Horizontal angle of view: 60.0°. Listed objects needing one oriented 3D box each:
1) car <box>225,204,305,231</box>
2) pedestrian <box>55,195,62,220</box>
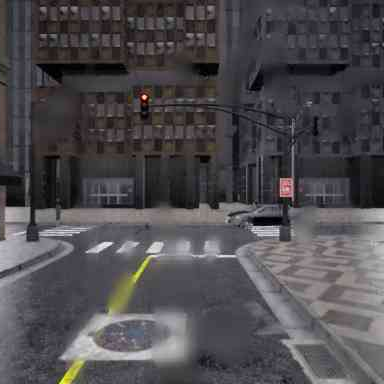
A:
[{"bbox_3d":[4.459,1.483,20.389,4.902,1.511,2.128,0,0,-12],"label":"car"},{"bbox_3d":[-9.824,1.152,24.365,0.375,1.860,0.375,0,0,1],"label":"pedestrian"}]
